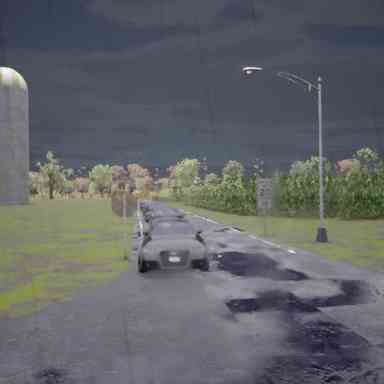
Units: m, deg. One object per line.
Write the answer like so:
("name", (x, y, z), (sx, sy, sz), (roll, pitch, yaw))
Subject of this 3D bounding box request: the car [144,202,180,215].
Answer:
("car", (-1.455, 1.582, 18.867), (2.128, 1.511, 4.902), (-1, 0, -9))

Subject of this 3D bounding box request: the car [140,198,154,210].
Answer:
("car", (-6.577, 1.699, 48.173), (1.882, 1.535, 5.008), (-1, 0, -10))

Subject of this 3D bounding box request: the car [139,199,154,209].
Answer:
("car", (-4.322, 1.712, 35.668), (2.033, 1.411, 5.357), (-1, 0, -10))

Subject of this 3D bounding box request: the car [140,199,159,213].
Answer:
("car", (-5.469, 1.685, 42.084), (2.128, 1.511, 4.902), (-1, 0, -10))

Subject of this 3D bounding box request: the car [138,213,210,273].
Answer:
("car", (-0.608, 1.627, 10.856), (1.994, 1.385, 4.181), (-1, 0, -4))

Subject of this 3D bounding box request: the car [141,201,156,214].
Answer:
("car", (-2.925, 1.692, 27.607), (1.994, 1.385, 4.181), (-1, 0, -10))
